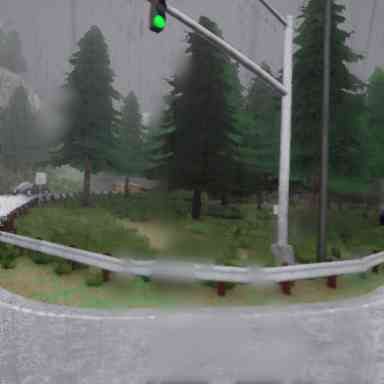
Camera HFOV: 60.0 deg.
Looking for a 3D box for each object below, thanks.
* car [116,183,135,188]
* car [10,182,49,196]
[{"bbox_3d":[-8.805,-0.590,48.058,1.882,1.535,5.008,1,2,33],"label":"car"},{"bbox_3d":[-17.709,-0.359,36.561,1.837,1.490,4.892,2,2,11],"label":"car"}]
